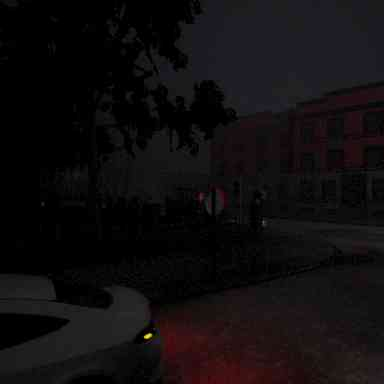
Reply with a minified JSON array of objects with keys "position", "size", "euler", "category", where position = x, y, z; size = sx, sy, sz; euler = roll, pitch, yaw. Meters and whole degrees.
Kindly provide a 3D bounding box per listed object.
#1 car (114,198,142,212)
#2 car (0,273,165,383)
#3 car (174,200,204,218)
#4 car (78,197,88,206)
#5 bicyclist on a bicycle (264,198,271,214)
[{"position":[-7.586,1.478,38.737],"size":[1.882,1.535,5.008],"euler":[0,0,-35],"category":"car"},{"position":[-2.462,1.526,2.741],"size":[4.674,1.442,1.812],"euler":[0,0,-34],"category":"car"},{"position":[-0.279,1.505,28.473],"size":[1.837,1.490,4.892],"euler":[0,0,-35],"category":"car"},{"position":[-16.556,1.535,51.478],"size":[1.812,1.442,4.674],"euler":[0,0,-35],"category":"car"},{"position":[7.151,1.348,32.517],"size":[1.656,1.620,0.582],"euler":[0,0,-35],"category":"bicyclist on a bicycle"}]
